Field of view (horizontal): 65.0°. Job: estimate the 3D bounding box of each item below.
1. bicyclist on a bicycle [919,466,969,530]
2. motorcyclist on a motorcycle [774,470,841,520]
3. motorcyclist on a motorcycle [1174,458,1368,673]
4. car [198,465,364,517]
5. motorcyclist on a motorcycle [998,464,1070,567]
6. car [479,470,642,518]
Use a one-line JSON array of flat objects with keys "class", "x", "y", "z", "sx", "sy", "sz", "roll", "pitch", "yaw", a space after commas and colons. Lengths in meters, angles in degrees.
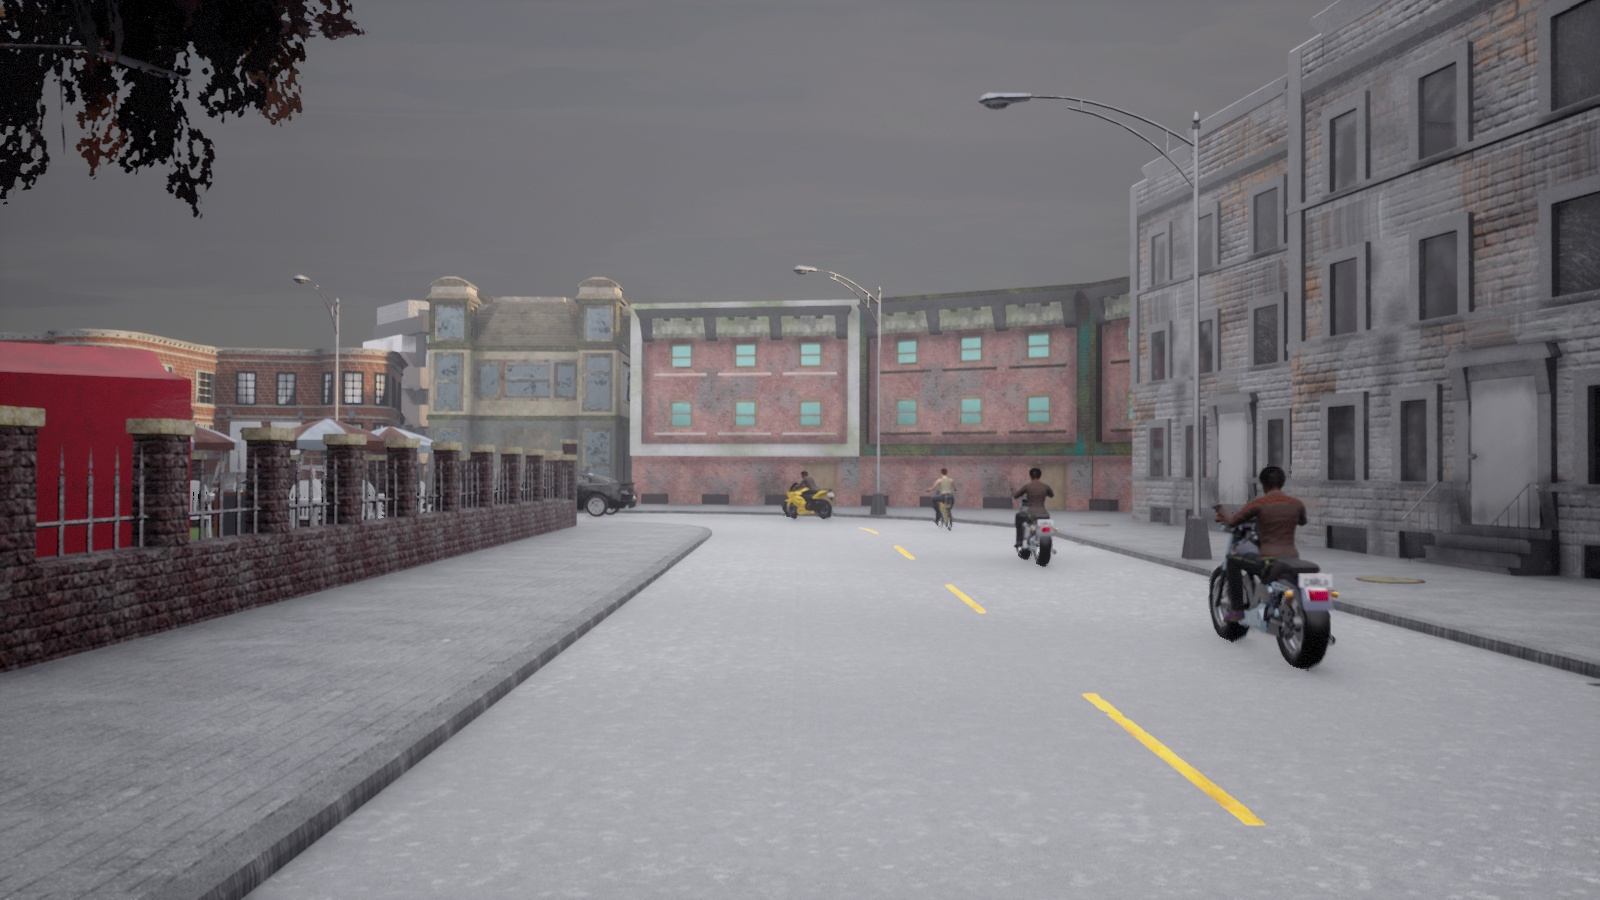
[{"class": "bicyclist on a bicycle", "x": 3.730, "y": 1.232, "z": 32.620, "sx": 0.866, "sy": 1.612, "sz": 1.509, "roll": -2, "pitch": -1, "yaw": -9}, {"class": "motorcyclist on a motorcycle", "x": 0.218, "y": 1.389, "z": 39.069, "sx": 2.044, "sy": 1.523, "sz": 0.797, "roll": -2, "pitch": -1, "yaw": 42}, {"class": "motorcyclist on a motorcycle", "x": 3.973, "y": 0.912, "z": 10.838, "sx": 0.766, "sy": 1.649, "sz": 2.350, "roll": 0, "pitch": -1, "yaw": 0}, {"class": "car", "x": -17.224, "y": 1.362, "z": 41.851, "sx": 4.611, "sy": 1.667, "sz": 2.242, "roll": 0, "pitch": -1, "yaw": 0}, {"class": "motorcyclist on a motorcycle", "x": 3.947, "y": 1.071, "z": 21.327, "sx": 0.766, "sy": 1.649, "sz": 2.350, "roll": 0, "pitch": -1, "yaw": 0}, {"class": "car", "x": -7.925, "y": 1.459, "z": 41.823, "sx": 5.008, "sy": 1.535, "sz": 1.882, "roll": 0, "pitch": -1, "yaw": 6}]
